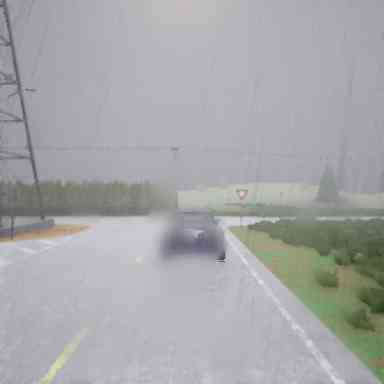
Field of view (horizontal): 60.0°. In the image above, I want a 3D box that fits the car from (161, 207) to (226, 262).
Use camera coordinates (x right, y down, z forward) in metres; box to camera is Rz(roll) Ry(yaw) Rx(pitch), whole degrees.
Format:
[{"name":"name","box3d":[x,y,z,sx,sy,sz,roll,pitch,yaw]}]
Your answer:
[{"name":"car","box3d":[0.057,1.386,12.482,2.097,1.767,4.553,0,0,0]}]
